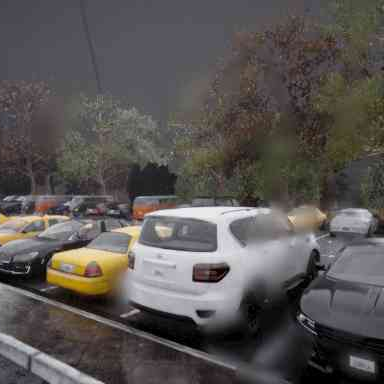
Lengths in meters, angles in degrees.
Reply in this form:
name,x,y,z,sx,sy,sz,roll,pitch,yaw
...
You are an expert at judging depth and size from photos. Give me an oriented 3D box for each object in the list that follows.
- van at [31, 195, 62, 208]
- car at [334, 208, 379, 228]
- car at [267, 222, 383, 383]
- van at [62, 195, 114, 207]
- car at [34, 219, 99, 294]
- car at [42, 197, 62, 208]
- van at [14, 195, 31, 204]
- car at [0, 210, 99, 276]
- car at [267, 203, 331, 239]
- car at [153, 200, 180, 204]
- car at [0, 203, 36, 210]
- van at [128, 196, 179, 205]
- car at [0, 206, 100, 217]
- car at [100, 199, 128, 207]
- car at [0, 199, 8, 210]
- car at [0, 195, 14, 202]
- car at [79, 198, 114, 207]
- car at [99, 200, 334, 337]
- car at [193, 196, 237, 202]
name,x,y,z,sx,sy,sz,roll,pitch,yaw
van,-13.626,1.329,34.154,1.878,1.987,4.442,0,0,36
car,8.729,1.604,17.811,2.002,1.452,4.674,0,0,36
car,3.297,1.580,5.604,2.097,1.535,5.008,0,0,36
van,-9.259,1.302,30.713,1.878,1.987,4.442,0,0,36
car,-1.093,1.559,9.007,1.946,1.575,5.366,0,0,36
car,-11.448,1.540,32.439,2.097,1.535,5.008,0,0,36
van,-16.007,1.344,35.591,1.878,1.987,4.442,0,0,36
car,-3.447,1.554,10.491,2.231,1.521,4.892,0,0,36
car,6.378,1.552,19.288,1.946,1.575,5.366,0,0,36
car,-0.258,1.557,24.290,2.163,1.488,4.792,0,0,36
car,-10.401,1.524,15.293,1.946,1.575,5.366,0,0,36
van,-2.516,1.294,26.105,1.878,1.987,4.442,0,0,36
car,-5.807,1.541,11.964,1.946,1.575,5.366,0,0,36
car,-4.812,1.546,27.660,2.163,1.488,4.792,0,0,36
car,-27.253,1.684,43.887,2.002,1.452,4.674,0,0,36
car,-18.197,1.333,37.288,2.435,2.045,5.566,0,0,36
car,-6.949,1.548,29.209,2.163,1.488,4.792,0,0,36
car,1.063,1.320,7.251,2.435,2.045,5.566,0,0,36
car,2.019,1.285,22.711,2.435,2.045,5.566,0,0,36
